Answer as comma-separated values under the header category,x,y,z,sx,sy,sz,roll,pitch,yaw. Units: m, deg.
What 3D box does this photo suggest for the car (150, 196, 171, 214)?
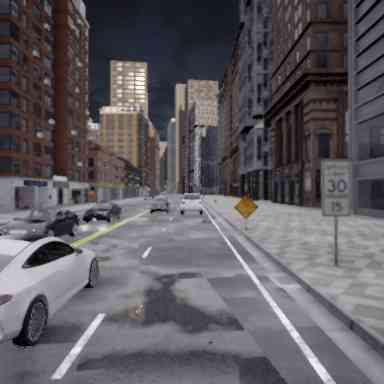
category,x,y,z,sx,sy,sz,roll,pitch,yaw
car,-3.221,1.462,34.476,2.033,1.411,5.357,0,0,0

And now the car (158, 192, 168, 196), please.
category,x,y,z,sx,sy,sz,roll,pitch,yaw
car,-6.664,0.926,77.763,2.150,2.045,5.566,0,0,0

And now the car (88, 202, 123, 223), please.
category,x,y,z,sx,sy,sz,roll,pitch,yaw
car,-6.639,1.485,25.409,2.033,1.411,5.357,0,0,1

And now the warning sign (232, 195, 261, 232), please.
category,x,y,z,sx,sy,sz,roll,pitch,yaw
warning sign,2.812,1.074,17.293,1.300,1.860,1.060,0,0,0

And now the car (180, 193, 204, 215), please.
category,x,y,z,sx,sy,sz,roll,pitch,yaw
car,-0.023,1.139,33.295,2.150,2.045,5.566,0,0,0

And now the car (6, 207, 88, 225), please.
category,x,y,z,sx,sy,sz,roll,pitch,yaw
car,-6.631,1.455,15.025,2.128,1.511,4.902,0,0,0

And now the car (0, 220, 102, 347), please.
category,x,y,z,sx,sy,sz,roll,pitch,yaw
car,-3.164,1.512,6.150,1.812,1.442,4.674,0,0,0

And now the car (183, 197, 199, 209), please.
category,x,y,z,sx,sy,sz,roll,pitch,yaw
car,-0.086,1.438,44.869,2.033,1.411,5.357,0,0,0
